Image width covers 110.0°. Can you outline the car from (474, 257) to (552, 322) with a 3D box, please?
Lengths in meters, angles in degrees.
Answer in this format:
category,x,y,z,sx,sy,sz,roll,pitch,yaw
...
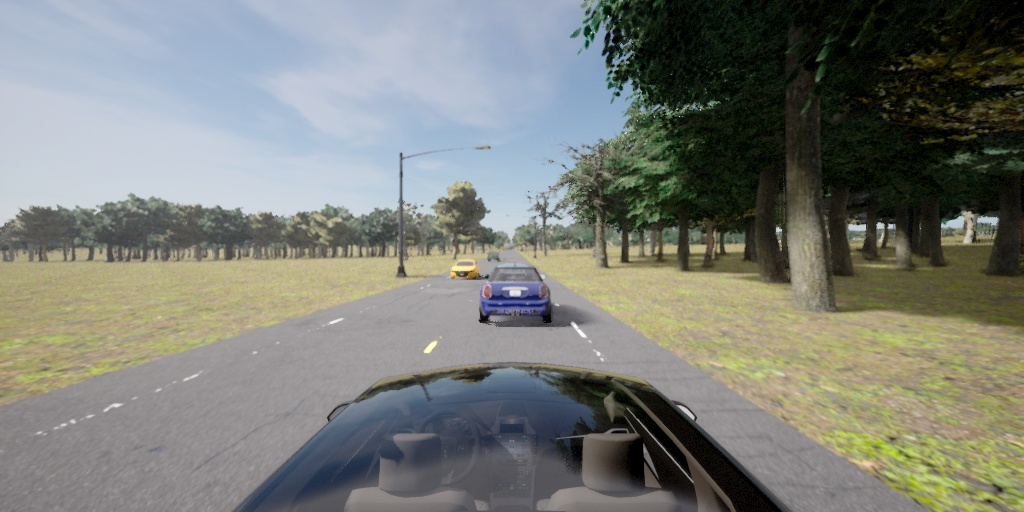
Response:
category,x,y,z,sx,sy,sz,roll,pitch,yaw
car,0.095,1.038,12.079,2.097,1.767,4.553,0,0,0

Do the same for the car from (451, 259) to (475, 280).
category,x,y,z,sx,sy,sz,roll,pitch,yaw
car,-3.593,1.019,28.273,1.882,1.535,5.008,0,1,0
